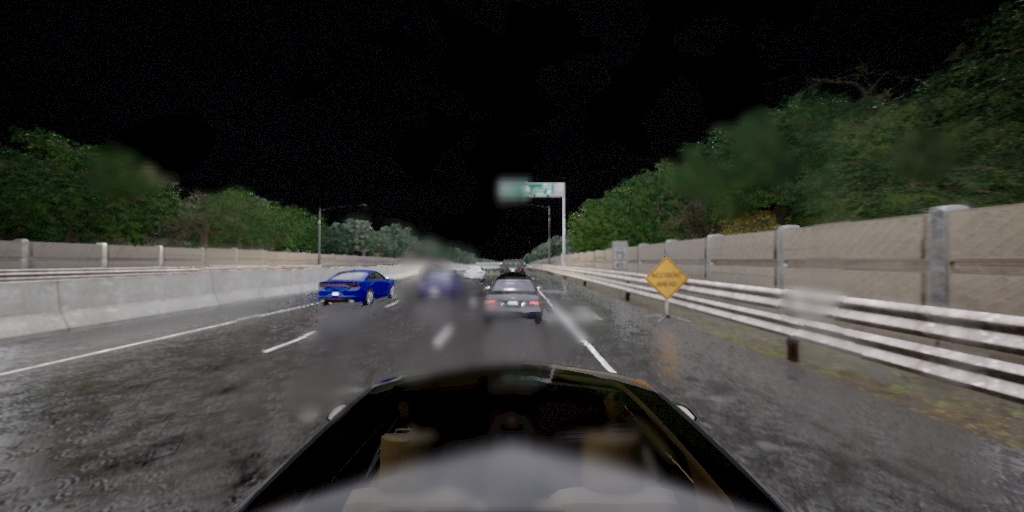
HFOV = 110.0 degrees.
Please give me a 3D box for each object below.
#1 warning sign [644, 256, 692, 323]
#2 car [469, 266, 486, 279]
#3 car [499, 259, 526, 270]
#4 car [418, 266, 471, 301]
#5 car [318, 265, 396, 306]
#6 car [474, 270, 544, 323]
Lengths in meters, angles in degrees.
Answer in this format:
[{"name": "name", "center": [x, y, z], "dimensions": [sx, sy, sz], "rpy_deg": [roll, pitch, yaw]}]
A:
[{"name": "warning sign", "center": [4.547, 0.933, 10.525], "dimensions": [1.300, 1.860, 1.060], "rpy_deg": [0, 0, 0]}, {"name": "car", "center": [-3.420, 1.647, 33.520], "dimensions": [1.812, 1.442, 4.674], "rpy_deg": [0, -1, 0]}, {"name": "car", "center": [0.080, 1.312, 31.635], "dimensions": [2.150, 2.045, 5.566], "rpy_deg": [0, -1, 0]}, {"name": "car", "center": [-3.416, 1.425, 18.144], "dimensions": [1.812, 1.442, 4.674], "rpy_deg": [0, -1, 0]}, {"name": "car", "center": [-6.925, 1.358, 16.565], "dimensions": [1.882, 1.535, 5.008], "rpy_deg": [0, 0, 0]}, {"name": "car", "center": [0.062, 1.384, 12.409], "dimensions": [2.033, 1.411, 5.357], "rpy_deg": [0, -1, 0]}]
